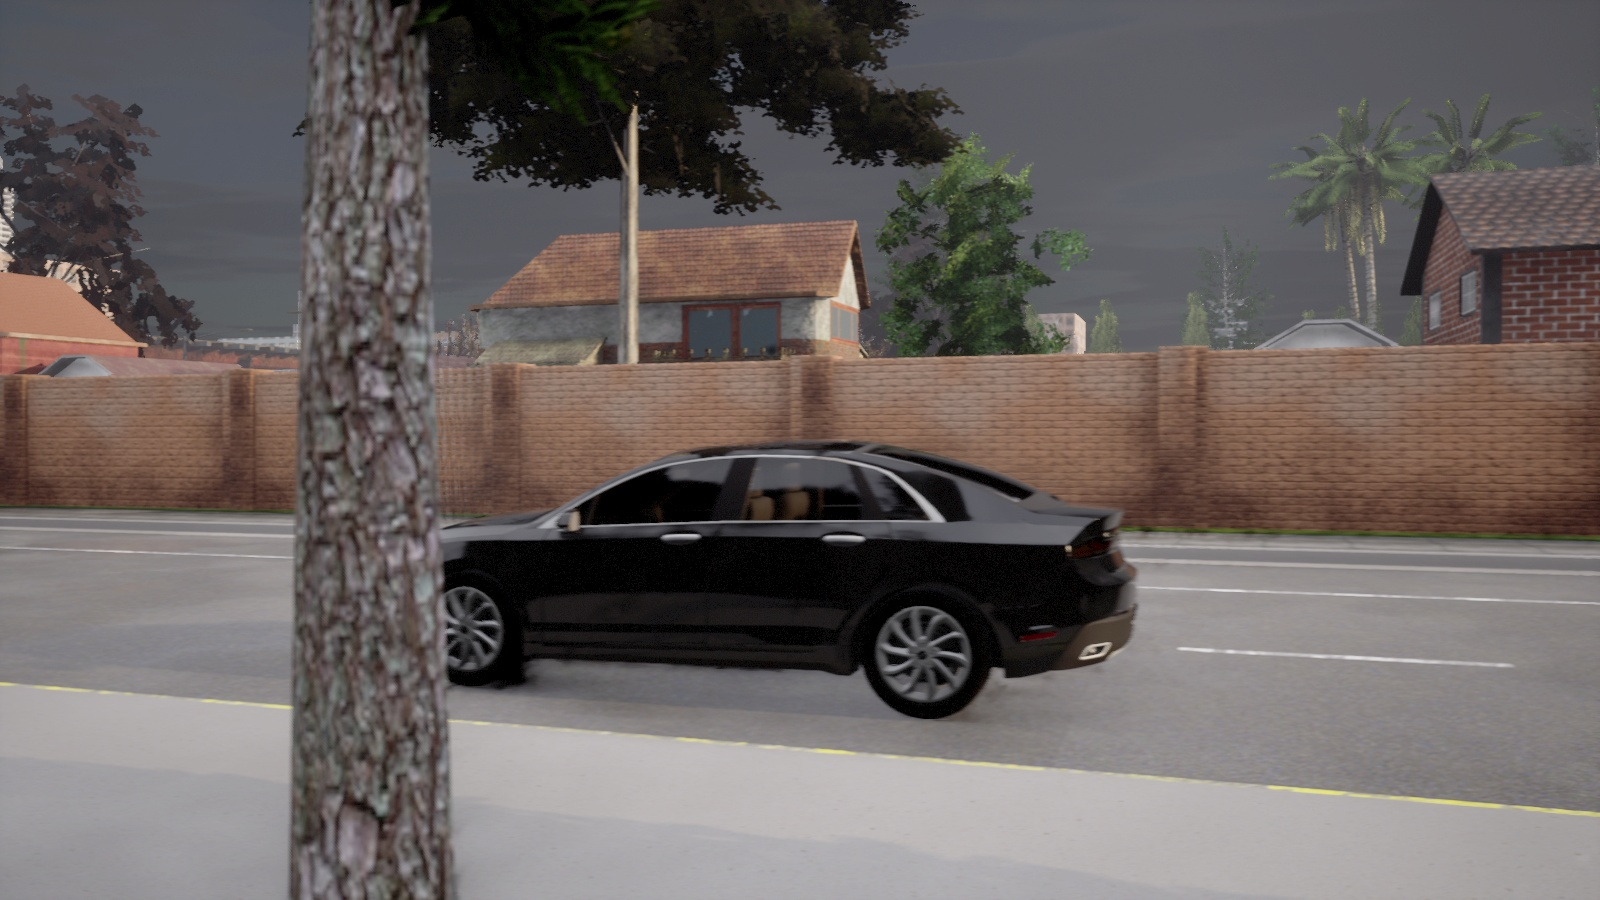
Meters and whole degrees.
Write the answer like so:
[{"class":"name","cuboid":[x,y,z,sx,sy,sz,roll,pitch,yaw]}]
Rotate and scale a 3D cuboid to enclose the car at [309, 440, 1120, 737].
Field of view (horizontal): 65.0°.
[{"class":"car","cuboid":[-0.523,0.700,8.117,4.892,1.490,1.837,1,1,19]}]
